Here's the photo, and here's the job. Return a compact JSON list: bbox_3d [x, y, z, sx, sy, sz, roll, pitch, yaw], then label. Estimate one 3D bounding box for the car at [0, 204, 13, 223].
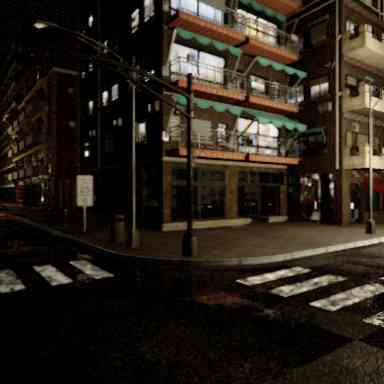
[{"bbox_3d":[-14.518,1.559,24.820,1.752,1.417,4.829,0,0,-36],"label":"car"}]
